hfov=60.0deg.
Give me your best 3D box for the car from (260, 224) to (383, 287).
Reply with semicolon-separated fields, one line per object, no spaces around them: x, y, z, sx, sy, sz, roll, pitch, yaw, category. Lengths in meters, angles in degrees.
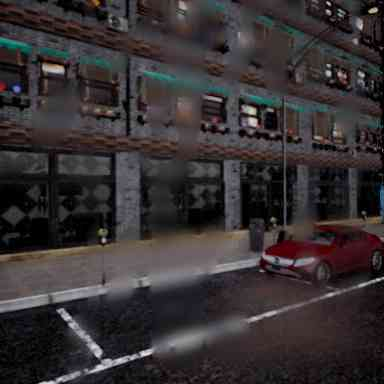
3.740;1.577;9.233;4.206;1.307;1.802;0;0;-36;car
